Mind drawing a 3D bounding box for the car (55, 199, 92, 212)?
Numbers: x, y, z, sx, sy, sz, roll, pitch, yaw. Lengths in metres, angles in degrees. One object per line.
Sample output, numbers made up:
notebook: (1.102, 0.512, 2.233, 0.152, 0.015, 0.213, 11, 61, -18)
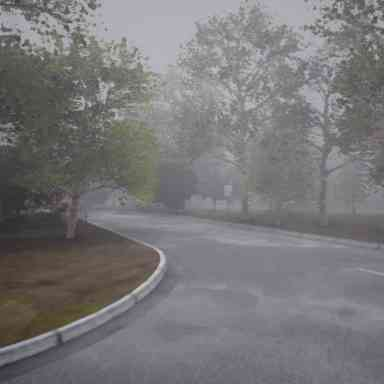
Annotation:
car: (-12.929, 1.408, 35.612, 4.674, 1.442, 1.812, 0, -1, 19)
